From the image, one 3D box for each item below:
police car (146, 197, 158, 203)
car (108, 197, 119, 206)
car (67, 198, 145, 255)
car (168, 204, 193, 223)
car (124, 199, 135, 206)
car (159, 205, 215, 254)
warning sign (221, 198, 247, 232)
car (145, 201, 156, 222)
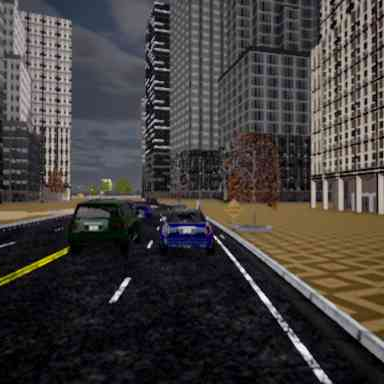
[{"bbox_3d":[-10.974,2.307,94.291,1.930,1.638,5.238,0,-1,-14],"label":"police car"},{"bbox_3d":[-16.348,2.005,69.404,2.097,1.767,4.553,0,-1,-11],"label":"car"},{"bbox_3d":[-3.497,1.353,14.172,2.150,2.045,5.566,0,0,-2],"label":"car"},{"bbox_3d":[-1.121,1.825,29.431,2.033,1.411,5.357,0,0,-4],"label":"car"},{"bbox_3d":[-13.164,2.194,70.050,2.033,1.411,5.357,0,-1,-11],"label":"car"},{"bbox_3d":[-0.251,1.487,14.340,2.097,1.767,4.553,0,-1,-2],"label":"car"},{"bbox_3d":[2.395,1.296,19.094,1.300,1.860,1.060,0,0,-3],"label":"warning sign"},{"bbox_3d":[-4.389,1.806,29.558,1.812,1.442,4.674,0,0,-4],"label":"car"}]
